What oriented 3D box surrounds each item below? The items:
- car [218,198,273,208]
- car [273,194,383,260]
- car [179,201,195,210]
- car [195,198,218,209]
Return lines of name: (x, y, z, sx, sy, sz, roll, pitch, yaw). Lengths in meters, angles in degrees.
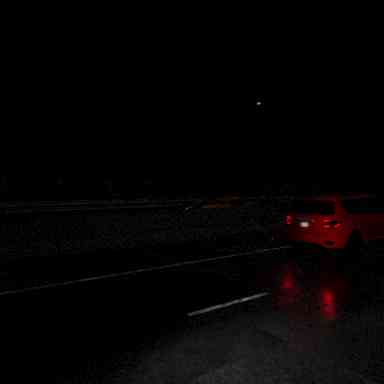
car: (4.482, 1.339, 24.379, 4.674, 1.442, 1.812, -1, 0, -35)
car: (5.769, 1.095, 12.161, 5.566, 2.045, 2.150, -1, 1, -36)
car: (1.005, 1.333, 30.489, 4.674, 1.442, 1.812, -1, 0, -35)
car: (3.010, 1.285, 27.623, 5.008, 1.535, 1.882, -1, 0, -35)
